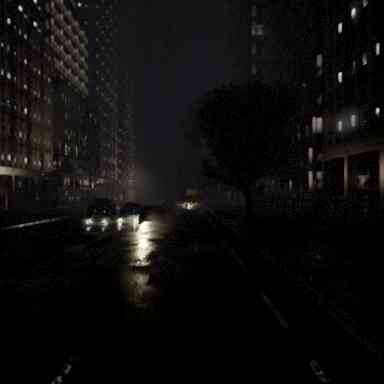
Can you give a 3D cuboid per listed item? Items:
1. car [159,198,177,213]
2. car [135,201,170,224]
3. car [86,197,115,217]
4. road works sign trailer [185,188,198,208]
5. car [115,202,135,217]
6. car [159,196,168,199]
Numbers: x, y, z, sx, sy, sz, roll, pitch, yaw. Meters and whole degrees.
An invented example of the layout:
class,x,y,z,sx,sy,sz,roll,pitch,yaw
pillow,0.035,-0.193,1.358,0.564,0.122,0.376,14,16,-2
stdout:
class,x,y,z,sx,sy,sz,roll,pitch,yaw
car,-3.169,1.971,45.521,1.882,1.535,5.008,0,-1,0
car,-3.165,1.776,27.500,1.882,1.535,5.008,0,-1,0
car,-9.858,1.622,36.662,2.150,2.045,5.566,0,-1,0
road works sign trailer,-0.033,1.118,61.049,2.380,3.560,2.880,-1,-1,1
car,-6.607,1.869,36.175,1.882,1.535,5.008,0,-1,0
car,-6.528,1.855,77.403,2.150,2.045,5.566,0,-1,0
